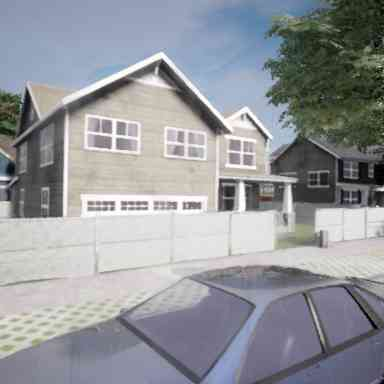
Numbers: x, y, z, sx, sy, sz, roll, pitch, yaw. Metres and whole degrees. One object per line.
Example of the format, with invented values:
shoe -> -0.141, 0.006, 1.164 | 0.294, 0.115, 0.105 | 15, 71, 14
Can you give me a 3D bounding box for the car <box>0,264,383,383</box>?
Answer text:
car -> 0.621, 1.576, 3.519 | 5.357, 1.411, 2.033 | 1, 0, -35
